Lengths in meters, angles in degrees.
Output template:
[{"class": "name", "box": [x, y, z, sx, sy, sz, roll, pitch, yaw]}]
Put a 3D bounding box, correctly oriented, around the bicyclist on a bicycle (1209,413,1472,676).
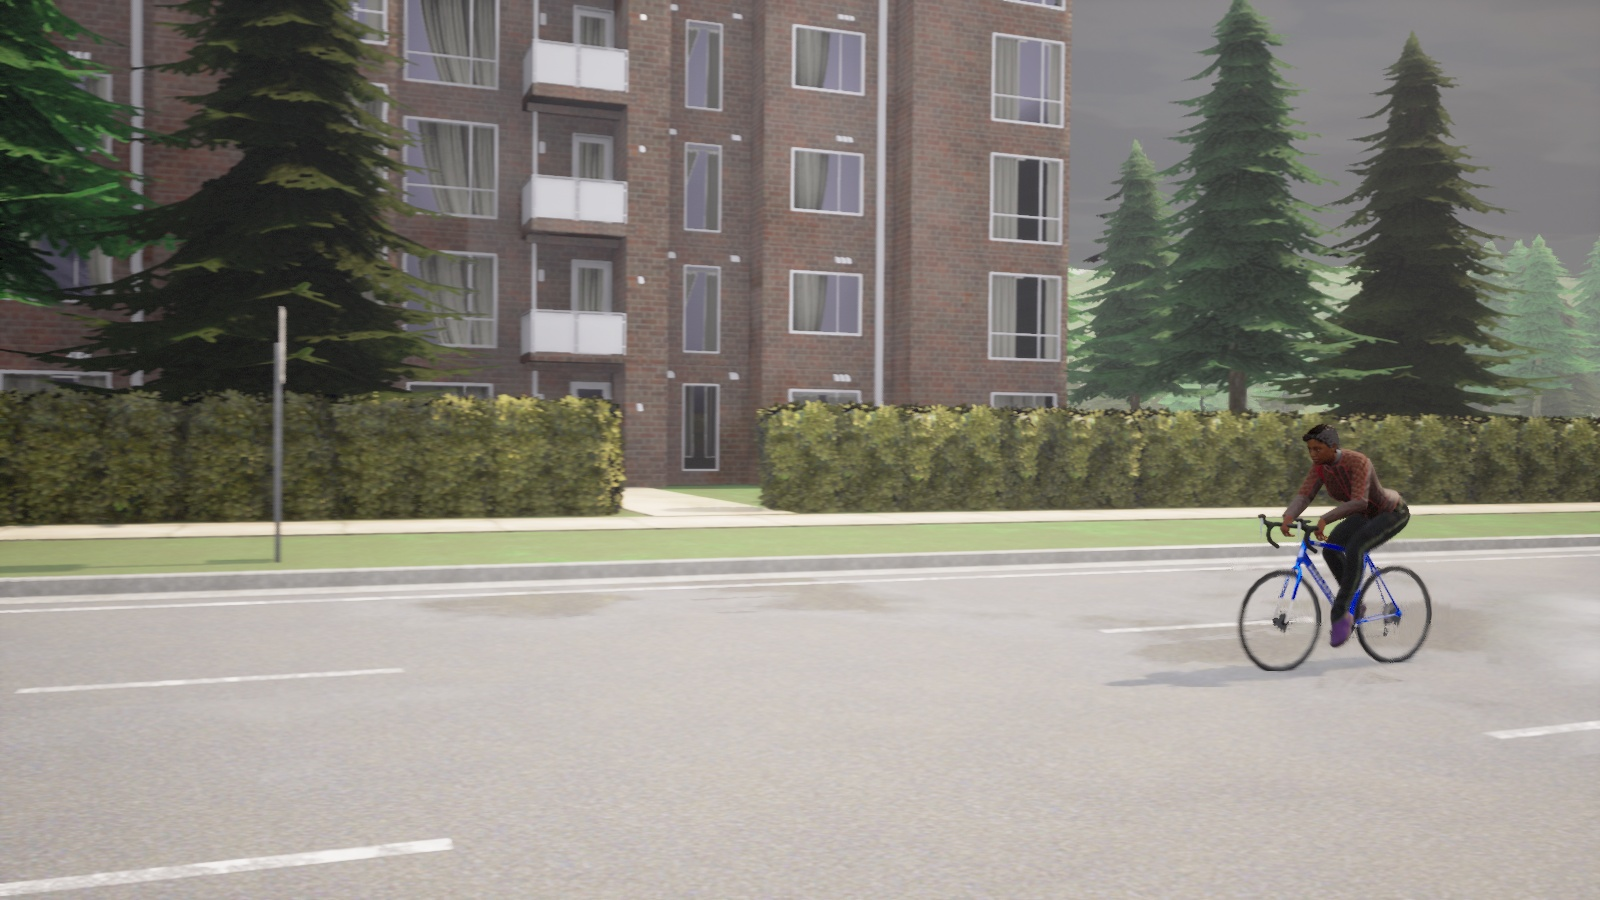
[{"class": "bicyclist on a bicycle", "box": [3.601, 0.576, 8.349, 1.656, 1.620, 0.582, -1, 1, -21]}]
